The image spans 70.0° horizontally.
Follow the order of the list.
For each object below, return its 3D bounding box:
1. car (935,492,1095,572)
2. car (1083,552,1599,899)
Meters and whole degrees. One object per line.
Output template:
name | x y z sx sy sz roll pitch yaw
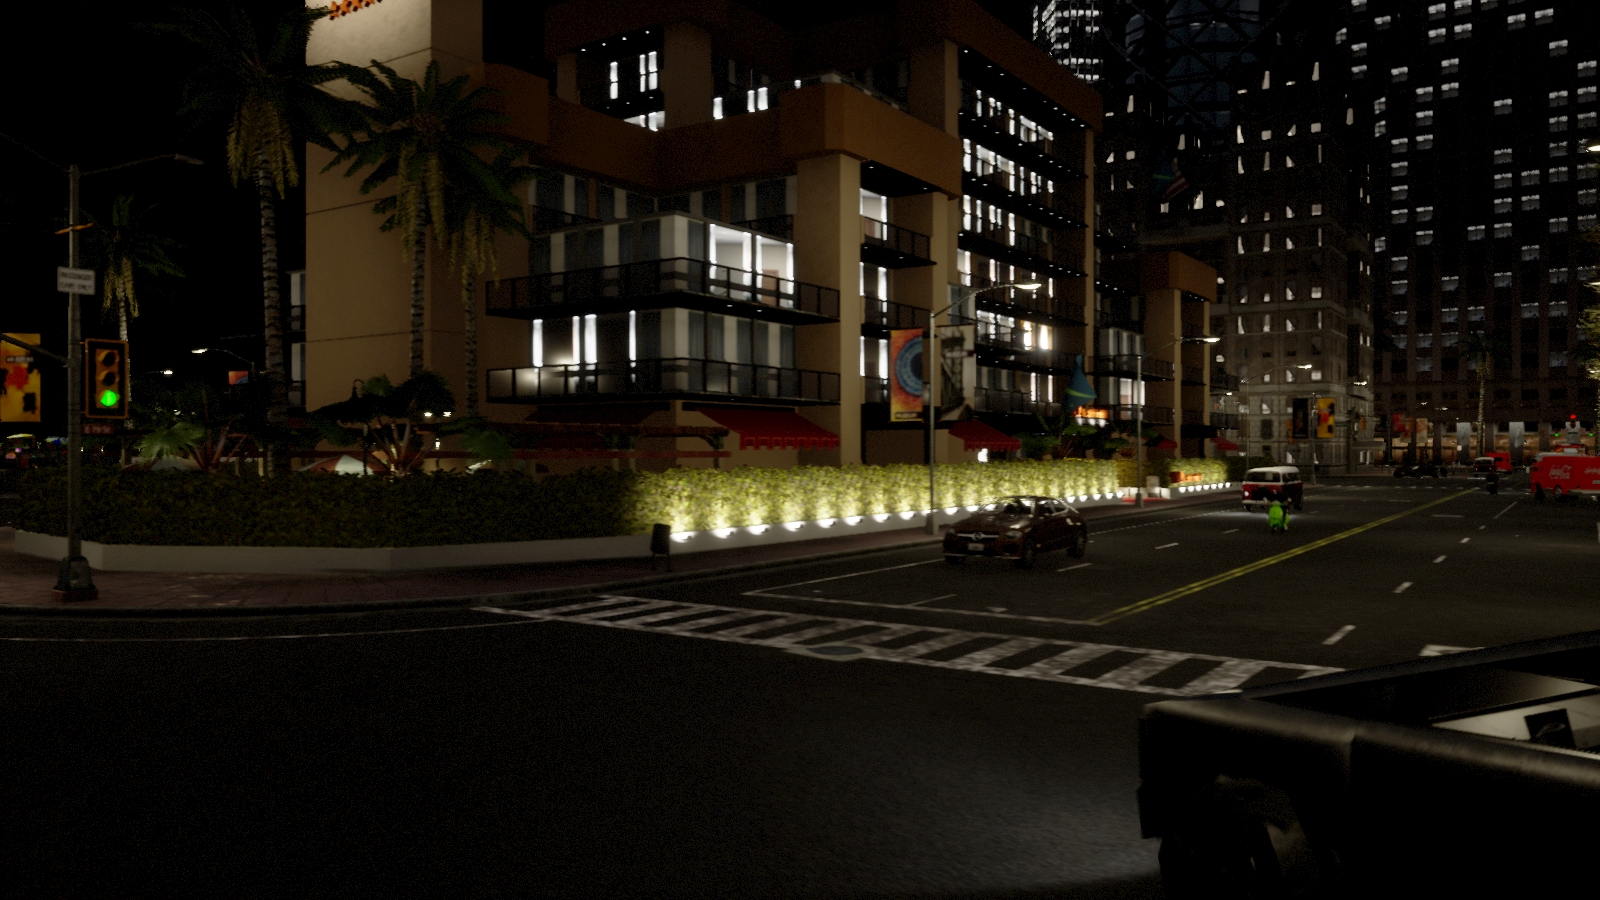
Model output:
car | 5.562 1.993 28.981 2.152 1.651 5.027 0 0 34
car | 4.227 1.753 4.572 2.390 2.098 6.274 0 0 -29
